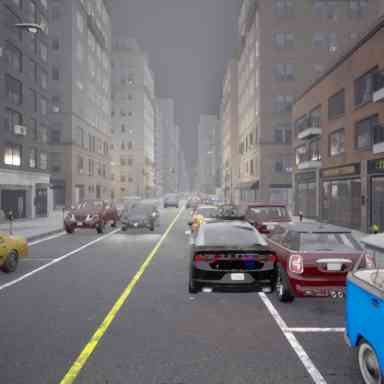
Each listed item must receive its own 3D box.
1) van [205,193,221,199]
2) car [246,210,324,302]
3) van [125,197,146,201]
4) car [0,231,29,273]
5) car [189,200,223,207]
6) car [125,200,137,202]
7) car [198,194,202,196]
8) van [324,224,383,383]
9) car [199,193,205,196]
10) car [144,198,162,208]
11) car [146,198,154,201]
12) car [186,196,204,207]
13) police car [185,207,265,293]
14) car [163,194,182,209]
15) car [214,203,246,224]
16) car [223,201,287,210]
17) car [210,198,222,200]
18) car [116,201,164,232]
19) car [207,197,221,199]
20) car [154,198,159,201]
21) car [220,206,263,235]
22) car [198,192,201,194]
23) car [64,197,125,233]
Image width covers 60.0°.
[{"bbox_3d":[2.890,1.330,42.255,1.690,1.788,3.998,0,0,0],"label":"van"},{"bbox_3d":[2.709,1.440,8.239,1.967,1.590,4.097,0,0,0],"label":"car"},{"bbox_3d":[-5.696,1.339,30.946,1.690,1.788,3.998,0,0,0],"label":"van"},{"bbox_3d":[-5.817,1.525,8.104,1.752,1.417,4.829,0,0,0],"label":"car"},{"bbox_3d":[0.886,1.455,19.079,1.801,1.575,5.366,0,0,0],"label":"car"},{"bbox_3d":[-5.726,1.549,25.278,2.008,1.369,4.403,0,0,0],"label":"car"},{"bbox_3d":[0.279,1.454,53.157,1.882,1.535,5.008,0,0,0],"label":"car"},{"bbox_3d":[2.679,1.341,2.569,1.690,1.788,3.998,0,0,0],"label":"van"},{"bbox_3d":[3.064,1.391,75.119,1.967,1.590,4.097,0,0,0],"label":"car"},{"bbox_3d":[-5.605,1.533,47.951,2.008,1.369,4.403,0,0,0],"label":"car"},{"bbox_3d":[-5.667,1.520,36.445,1.752,1.417,4.829,0,0,0],"label":"car"},{"bbox_3d":[0.232,1.552,43.656,1.994,1.385,4.181,0,0,1],"label":"car"},{"bbox_3d":[0.842,1.425,8.984,1.930,1.638,5.238,0,0,-1],"label":"police car"},{"bbox_3d":[-2.765,1.464,44.803,1.882,1.535,5.008,0,0,0],"label":"car"},{"bbox_3d":[2.799,1.564,25.246,1.947,1.339,4.313,0,0,0],"label":"car"},{"bbox_3d":[2.739,1.314,13.908,2.192,1.841,5.009,0,0,0],"label":"car"},{"bbox_3d":[2.830,1.548,30.915,2.008,1.369,4.403,0,0,0],"label":"car"},{"bbox_3d":[-2.996,1.503,20.198,1.837,1.490,4.892,0,0,0],"label":"car"},{"bbox_3d":[2.860,1.577,36.585,1.802,1.307,4.206,0,0,0],"label":"car"},{"bbox_3d":[-5.637,1.515,42.114,1.752,1.417,4.829,0,0,0],"label":"car"},{"bbox_3d":[2.769,1.565,19.577,1.947,1.339,4.313,0,0,0],"label":"car"},{"bbox_3d":[3.124,1.249,86.289,2.192,1.841,5.009,0,0,0],"label":"car"},{"bbox_3d":[-5.756,1.314,19.610,2.192,1.841,5.009,0,0,0],"label":"car"}]
